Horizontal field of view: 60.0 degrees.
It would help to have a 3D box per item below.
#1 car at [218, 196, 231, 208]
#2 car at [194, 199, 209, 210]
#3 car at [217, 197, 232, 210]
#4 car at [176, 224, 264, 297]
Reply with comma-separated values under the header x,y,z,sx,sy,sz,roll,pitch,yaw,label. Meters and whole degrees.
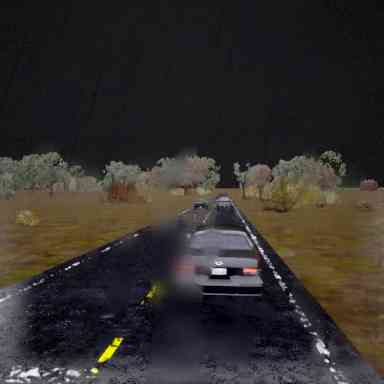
x,y,z,sx,sy,sz,roll,pitch,yaw,label
4.858,1.470,49.599,1.882,1.535,5.008,0,0,6,car
1.289,1.597,44.079,1.895,1.301,4.718,0,0,6,car
4.164,1.488,42.296,2.128,1.511,4.902,0,0,6,car
0.762,1.548,8.785,2.033,1.411,5.357,0,0,6,car
